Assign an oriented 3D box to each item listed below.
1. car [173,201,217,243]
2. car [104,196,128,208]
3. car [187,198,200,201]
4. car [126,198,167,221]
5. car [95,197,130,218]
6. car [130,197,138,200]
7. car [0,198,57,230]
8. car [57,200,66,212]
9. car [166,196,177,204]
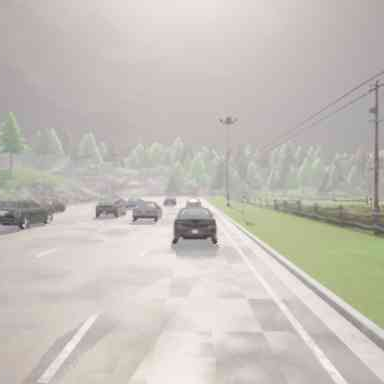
[{"bbox_3d":[0.130,1.413,15.730,1.882,1.535,5.008,0,0,0],"label":"car"},{"bbox_3d":[-10.303,1.323,45.495,2.033,1.411,5.357,0,0,0],"label":"car"},{"bbox_3d":[0.181,1.390,38.564,2.033,1.411,5.357,0,0,0],"label":"car"},{"bbox_3d":[-3.347,1.430,25.598,2.033,1.411,5.357,0,0,0],"label":"car"},{"bbox_3d":[-6.941,1.362,28.789,1.837,1.490,4.892,0,0,0],"label":"car"},{"bbox_3d":[-6.905,1.357,40.258,2.033,1.411,5.357,0,0,0],"label":"car"},{"bbox_3d":[-10.359,1.229,20.305,2.097,1.767,4.553,0,0,0],"label":"car"},{"bbox_3d":[-13.831,1.380,32.404,1.994,1.385,4.181,0,0,0],"label":"car"},{"bbox_3d":[-3.291,1.304,51.006,1.812,1.442,4.674,0,0,0],"label":"car"}]
